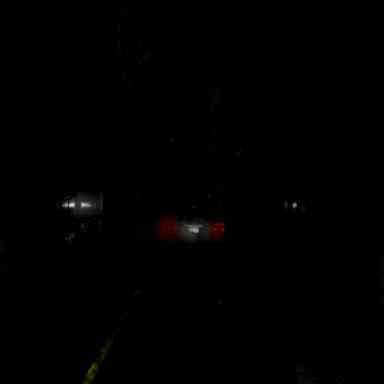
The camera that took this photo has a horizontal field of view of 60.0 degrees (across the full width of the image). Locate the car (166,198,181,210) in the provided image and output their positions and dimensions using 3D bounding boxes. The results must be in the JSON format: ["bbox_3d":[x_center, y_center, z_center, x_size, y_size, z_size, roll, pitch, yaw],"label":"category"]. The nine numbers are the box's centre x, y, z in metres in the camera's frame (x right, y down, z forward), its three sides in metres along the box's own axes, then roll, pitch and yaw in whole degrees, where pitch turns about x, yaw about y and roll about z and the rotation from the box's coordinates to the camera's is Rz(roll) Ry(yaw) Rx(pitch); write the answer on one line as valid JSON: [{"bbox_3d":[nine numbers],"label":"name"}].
[{"bbox_3d":[-2.587,1.700,46.786,1.837,1.490,4.892,0,0,0],"label":"car"}]

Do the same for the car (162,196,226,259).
[{"bbox_3d":[0.071,1.272,12.942,2.150,2.045,5.566,0,0,0],"label":"car"}]

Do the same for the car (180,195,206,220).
[{"bbox_3d":[0.090,1.344,30.802,2.150,2.045,5.566,0,0,0],"label":"car"}]
